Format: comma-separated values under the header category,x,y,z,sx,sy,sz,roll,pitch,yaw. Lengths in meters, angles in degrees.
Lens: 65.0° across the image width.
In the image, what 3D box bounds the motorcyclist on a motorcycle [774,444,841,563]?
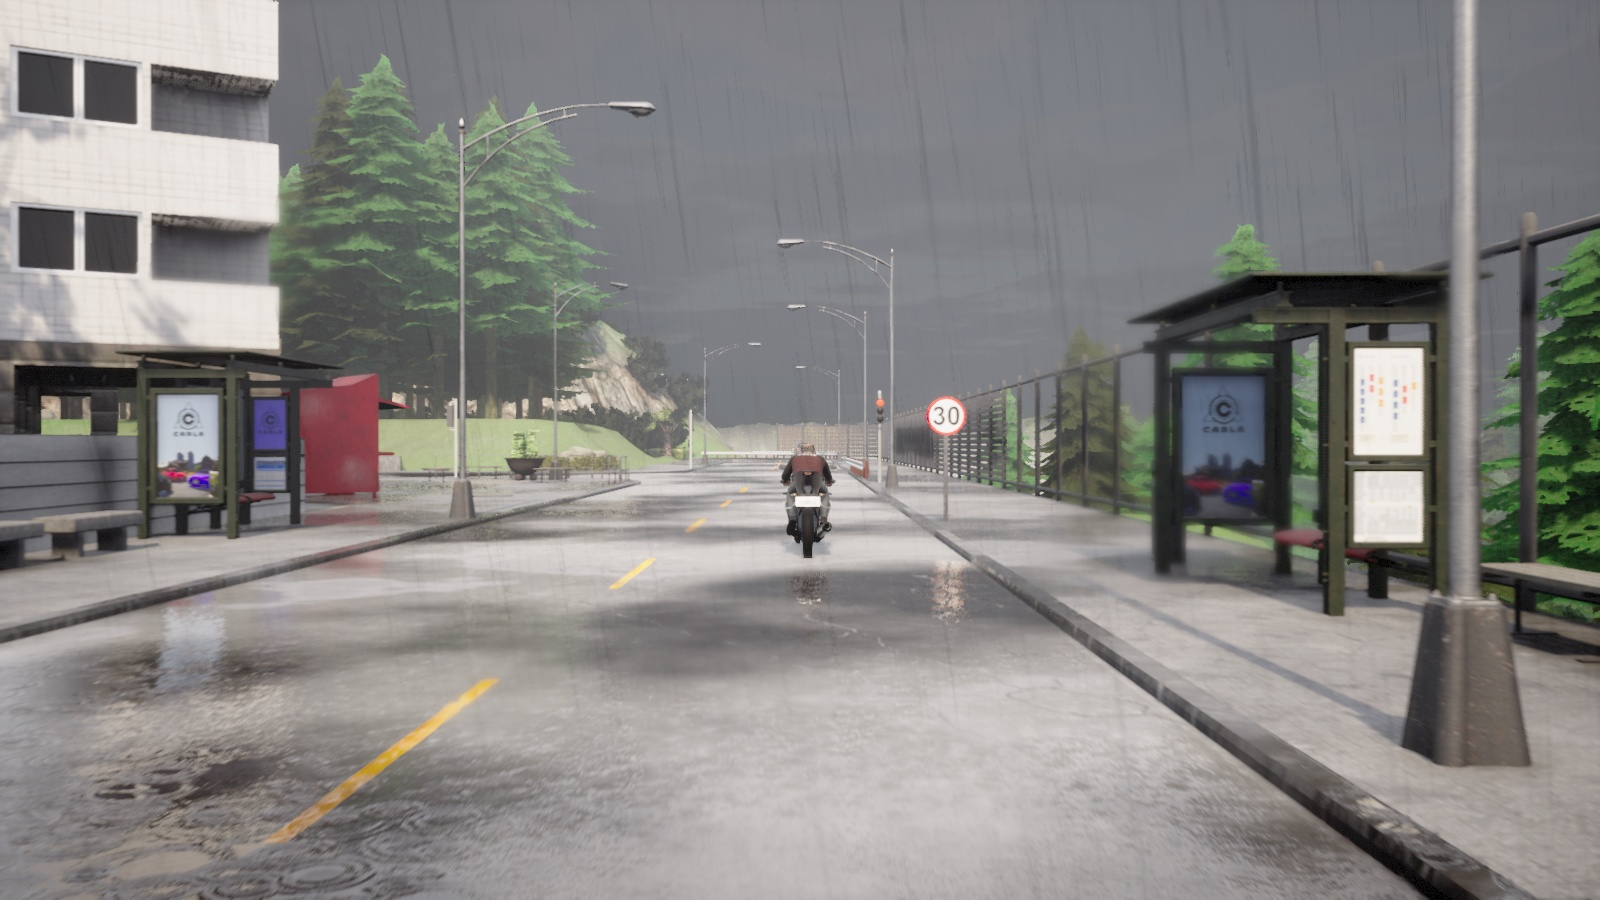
category,x,y,z,sx,sy,sz,roll,pitch,yaw
motorcyclist on a motorcycle,0.106,0.688,17.311,0.866,1.530,2.191,0,0,0
